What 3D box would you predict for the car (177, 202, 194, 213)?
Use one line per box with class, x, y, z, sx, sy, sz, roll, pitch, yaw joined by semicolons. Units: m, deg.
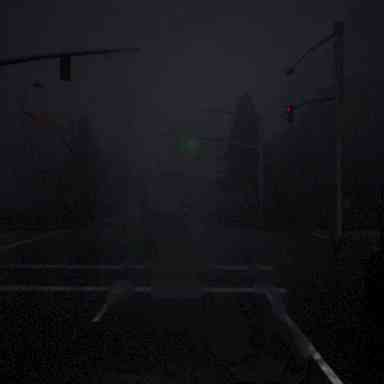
car;-0.906;2.075;44.842;1.837;1.490;4.892;0;-1;-9
